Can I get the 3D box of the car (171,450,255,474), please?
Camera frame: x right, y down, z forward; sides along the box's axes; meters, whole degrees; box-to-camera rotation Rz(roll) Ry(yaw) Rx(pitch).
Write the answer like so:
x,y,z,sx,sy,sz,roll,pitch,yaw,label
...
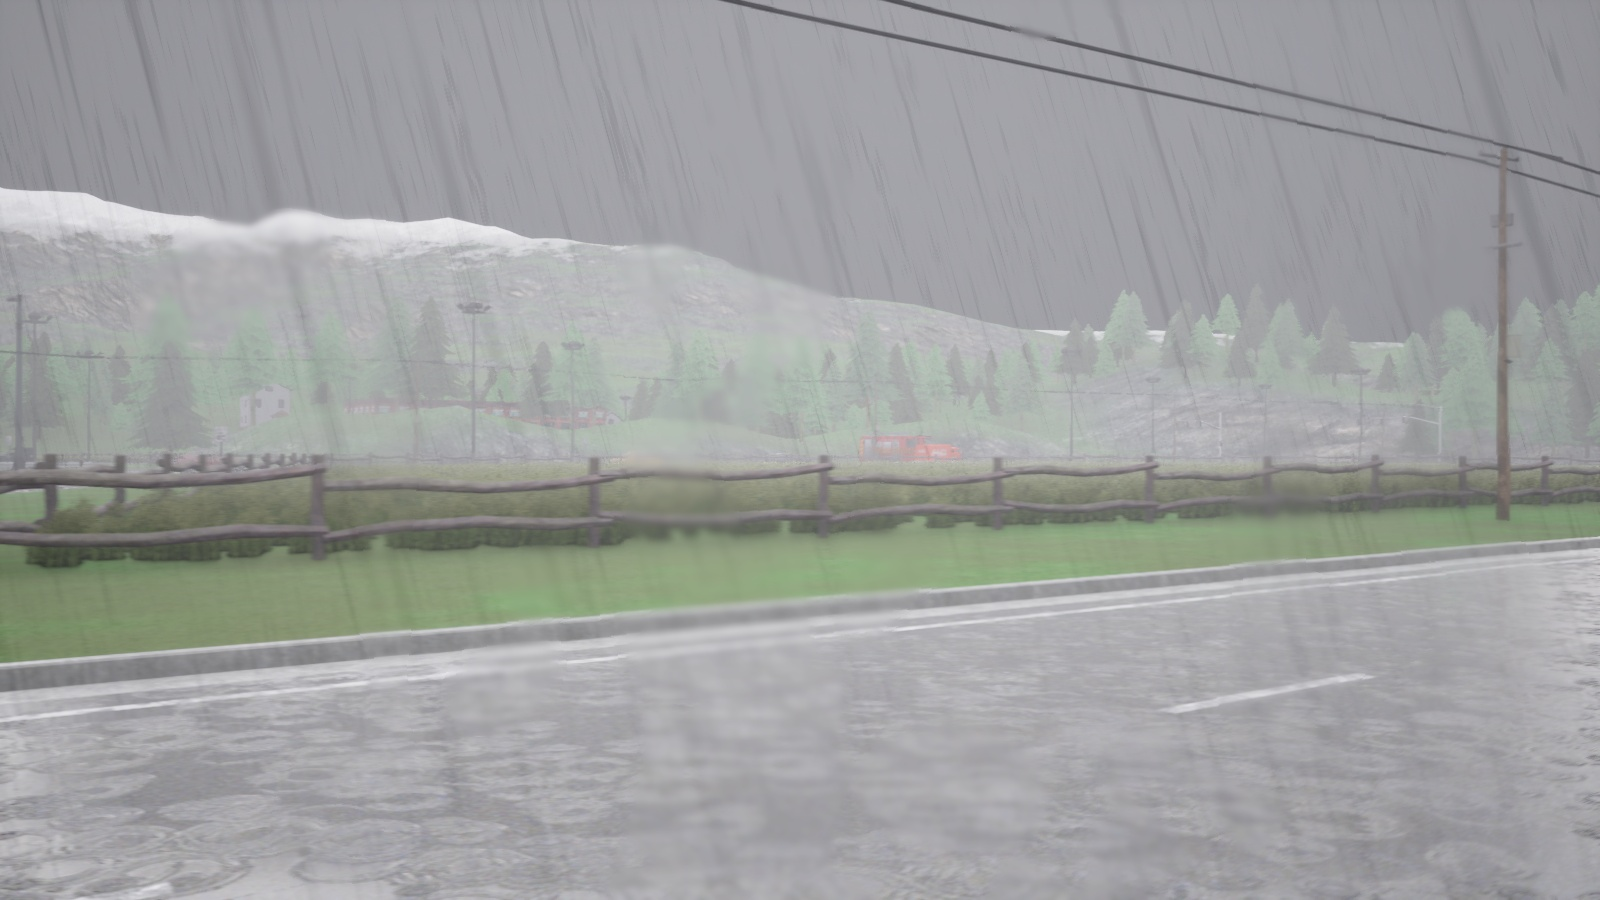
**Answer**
x,y,z,sx,sy,sz,roll,pitch,yaw,label
-41.181,0.827,88.134,5.027,1.651,2.152,0,0,-35,car
